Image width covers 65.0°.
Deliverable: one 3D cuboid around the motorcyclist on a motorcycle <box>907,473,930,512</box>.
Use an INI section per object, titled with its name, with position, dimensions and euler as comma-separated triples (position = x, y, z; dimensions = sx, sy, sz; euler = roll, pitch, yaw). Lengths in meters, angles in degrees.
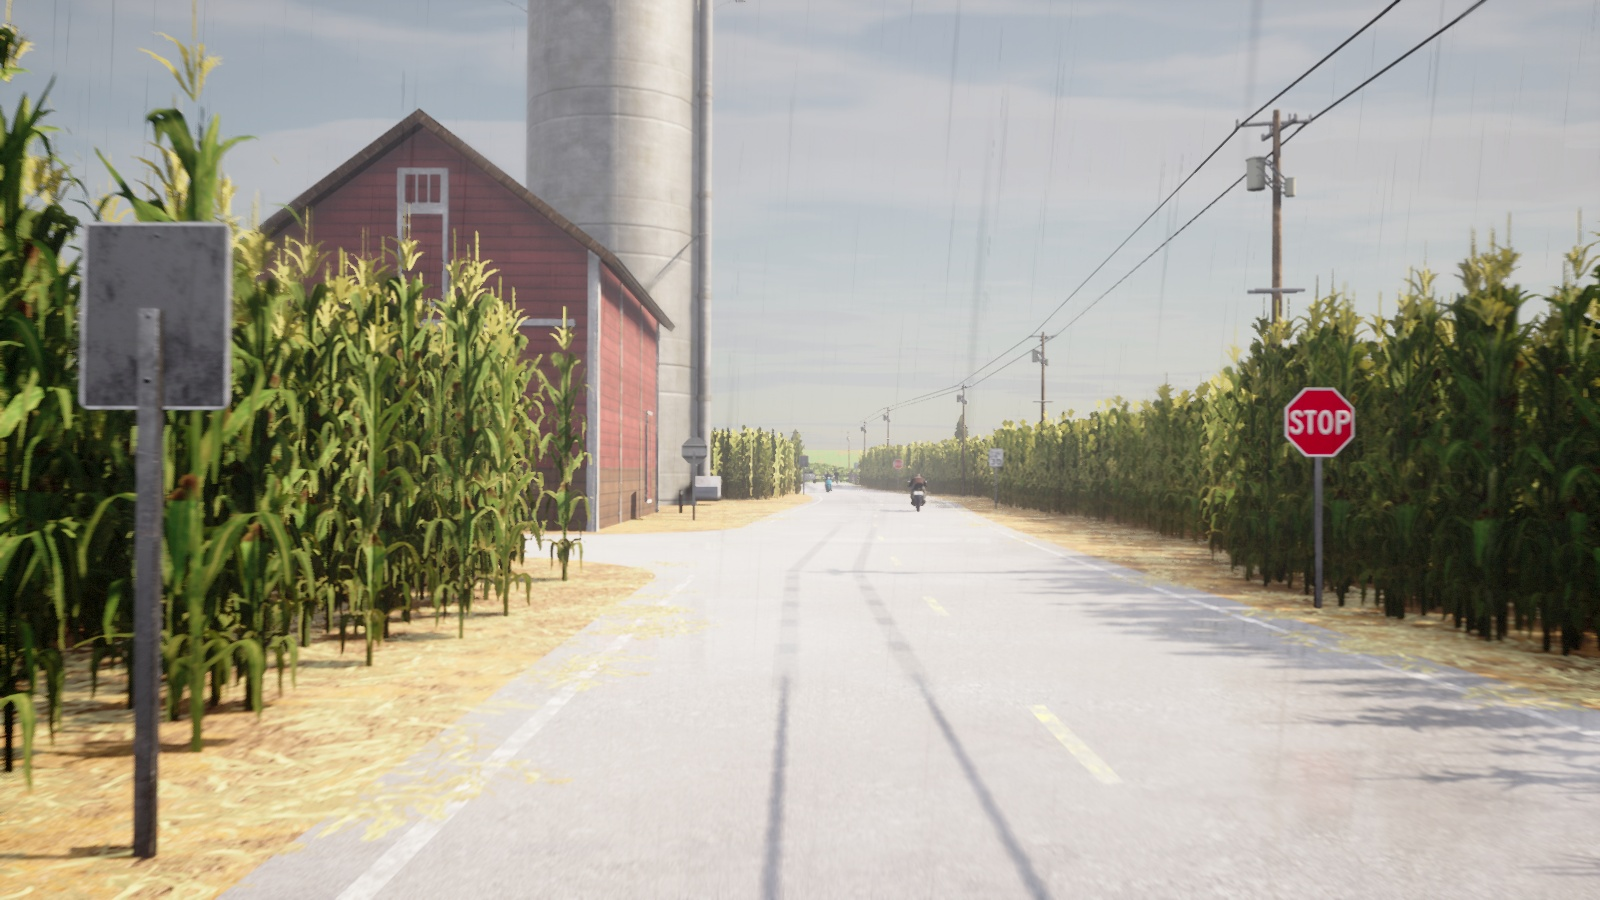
[motorcyclist on a motorcycle]
position = 4.687, 1.665, 49.819
dimensions = 0.866, 1.530, 2.191
euler = 0, -1, 4
